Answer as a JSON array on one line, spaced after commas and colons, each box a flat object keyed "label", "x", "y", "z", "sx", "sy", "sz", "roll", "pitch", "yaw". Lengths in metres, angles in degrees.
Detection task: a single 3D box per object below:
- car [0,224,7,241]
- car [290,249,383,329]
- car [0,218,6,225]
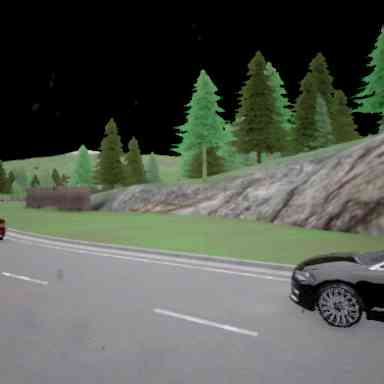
[{"label": "car", "x": -6.821, "y": 1.607, "z": 8.652, "sx": 4.674, "sy": 1.442, "sz": 1.812, "roll": -1, "pitch": 0, "yaw": 37}, {"label": "car", "x": 4.119, "y": 1.480, "z": 5.351, "sx": 4.902, "sy": 1.511, "sz": 2.128, "roll": -1, "pitch": 0, "yaw": 35}, {"label": "car", "x": -10.974, "y": 1.620, "z": 16.608, "sx": 5.008, "sy": 1.535, "sz": 1.882, "roll": -1, "pitch": 0, "yaw": 43}]
